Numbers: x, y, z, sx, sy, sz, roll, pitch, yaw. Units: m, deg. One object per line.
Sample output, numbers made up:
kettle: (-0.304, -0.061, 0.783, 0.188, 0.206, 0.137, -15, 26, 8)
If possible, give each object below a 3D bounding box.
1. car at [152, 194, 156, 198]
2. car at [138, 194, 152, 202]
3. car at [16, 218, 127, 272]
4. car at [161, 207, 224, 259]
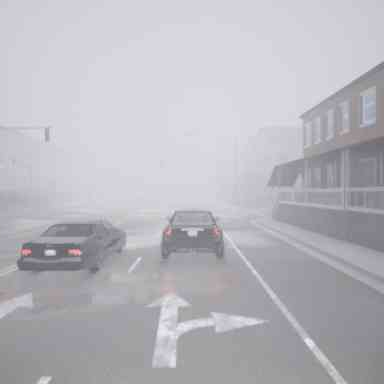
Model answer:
car: (-10.521, 1.203, 88.725, 1.812, 1.442, 4.674, 0, 0, 0)
car: (-10.517, 1.459, 72.964, 1.882, 1.535, 5.008, 0, 0, 0)
car: (-3.483, 1.545, 10.714, 2.033, 1.411, 5.357, 0, 0, 0)
car: (0.039, 1.348, 12.800, 2.097, 1.767, 4.553, 0, 0, 1)
